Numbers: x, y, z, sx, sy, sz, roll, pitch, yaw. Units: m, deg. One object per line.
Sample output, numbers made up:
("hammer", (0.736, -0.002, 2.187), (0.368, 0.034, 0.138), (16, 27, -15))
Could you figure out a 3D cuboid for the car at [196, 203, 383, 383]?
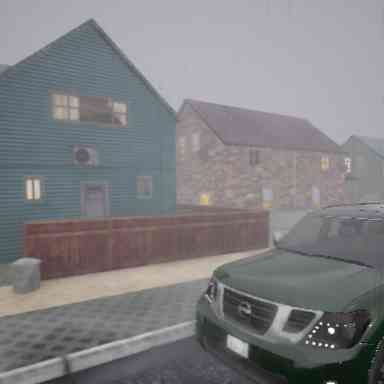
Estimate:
("car", (2.713, 1.219, 5.008), (5.566, 2.045, 2.150), (0, 0, -35))
